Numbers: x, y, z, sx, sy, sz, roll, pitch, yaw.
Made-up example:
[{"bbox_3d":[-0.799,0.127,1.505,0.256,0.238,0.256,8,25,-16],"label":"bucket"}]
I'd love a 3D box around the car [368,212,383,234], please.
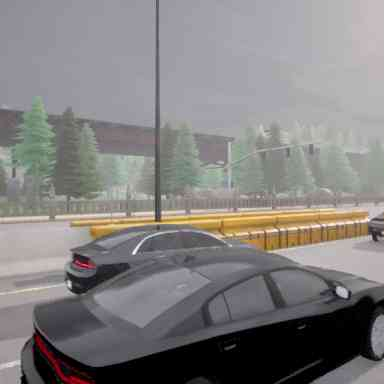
[{"bbox_3d":[9.950,1.491,15.145,4.902,1.511,2.128,0,0,-36],"label":"car"}]

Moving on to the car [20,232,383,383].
[{"bbox_3d":[0.655,1.478,4.212,5.008,1.535,1.882,0,0,-35],"label":"car"}]

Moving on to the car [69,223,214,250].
[{"bbox_3d":[-0.379,1.505,7.776,4.892,1.490,1.837,0,0,-35],"label":"car"}]
